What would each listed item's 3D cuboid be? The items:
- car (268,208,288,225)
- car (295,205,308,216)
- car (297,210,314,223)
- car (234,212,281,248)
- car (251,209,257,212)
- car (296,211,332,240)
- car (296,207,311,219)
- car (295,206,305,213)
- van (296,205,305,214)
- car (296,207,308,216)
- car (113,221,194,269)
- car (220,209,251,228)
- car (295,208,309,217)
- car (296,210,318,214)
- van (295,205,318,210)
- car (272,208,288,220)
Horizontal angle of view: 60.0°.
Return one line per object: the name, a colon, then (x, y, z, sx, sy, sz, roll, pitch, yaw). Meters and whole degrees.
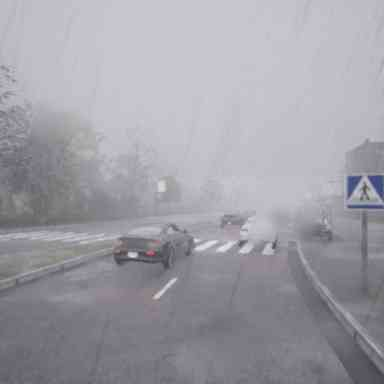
car: (8.937, 2.665, 35.367, 2.128, 1.511, 4.902, 1, -2, 17)
car: (22.720, 3.737, 69.290, 2.435, 2.045, 5.566, 1, -2, 17)
car: (14.550, 3.057, 42.875, 2.002, 1.452, 4.674, 1, -2, 17)
car: (3.660, 2.059, 17.900, 1.812, 1.442, 4.674, 1, -2, 16)
car: (7.149, 2.821, 40.530, 2.033, 1.411, 5.357, 1, -2, 17)
car: (8.062, 2.283, 21.826, 2.002, 1.452, 4.674, 3, -1, 17)
car: (17.844, 3.283, 53.523, 2.185, 1.767, 4.553, 1, -2, 17)
car: (27.629, 4.447, 85.175, 2.185, 1.767, 4.553, 1, -2, 17)
van: (26.044, 4.158, 80.044, 1.878, 1.987, 4.442, 1, -2, 17)
car: (21.110, 3.797, 64.095, 2.097, 1.535, 5.008, 1, -2, 17)
car: (-1.231, 1.768, 12.060, 1.812, 1.442, 4.674, 1, -2, 13)
car: (3.798, 2.378, 29.614, 1.837, 1.490, 4.892, 1, -1, 17)
car: (19.480, 3.604, 58.818, 2.231, 1.521, 4.892, 1, -2, 17)
car: (9.668, 2.465, 27.079, 2.163, 1.488, 4.792, 1, -2, 17)
van: (11.330, 2.407, 32.445, 1.878, 1.987, 4.442, 1, -2, 17)
car: (12.522, 3.111, 47.141, 1.837, 1.490, 4.892, 1, -2, 18)
